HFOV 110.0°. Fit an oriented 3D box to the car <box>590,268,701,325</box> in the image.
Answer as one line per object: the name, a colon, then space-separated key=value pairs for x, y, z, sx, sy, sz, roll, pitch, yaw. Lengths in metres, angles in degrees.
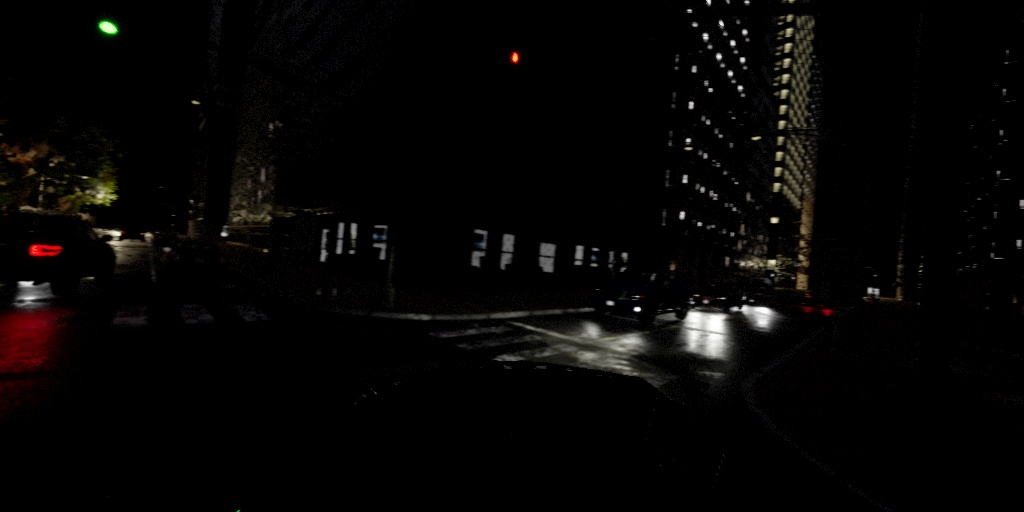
car: x=5.531 y=1.524 z=14.820 sx=5.566 sy=2.045 sz=2.150 roll=5 pitch=-1 yaw=-44

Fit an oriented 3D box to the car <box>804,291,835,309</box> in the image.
car: x=27.917 y=3.889 z=32.439 sx=4.674 sy=1.442 sz=1.812 roll=5 pitch=-1 yaw=-43

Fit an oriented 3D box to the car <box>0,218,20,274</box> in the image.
car: x=-16.948 y=-0.357 z=10.584 sx=4.553 sy=1.767 sz=2.097 roll=5 pitch=-1 yaw=44

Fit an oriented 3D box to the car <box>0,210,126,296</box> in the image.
car: x=-13.107 y=-0.148 z=9.919 sx=2.150 sy=2.045 sz=5.566 roll=6 pitch=-1 yaw=-37

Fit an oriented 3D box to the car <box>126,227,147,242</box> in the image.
car: x=-44.359 y=-2.594 z=42.015 sx=4.553 sy=1.767 sz=2.097 roll=5 pitch=-1 yaw=44

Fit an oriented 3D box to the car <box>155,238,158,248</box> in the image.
car: x=-17.624 y=-0.132 z=19.265 sx=4.313 sy=1.339 sz=1.948 roll=0 pitch=0 yaw=44

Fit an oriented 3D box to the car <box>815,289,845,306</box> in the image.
car: x=35.276 y=4.544 z=39.730 sx=4.902 sy=1.511 sz=2.128 roll=5 pitch=-1 yaw=-44

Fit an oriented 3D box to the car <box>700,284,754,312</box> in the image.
car: x=12.680 y=2.465 z=21.864 sx=4.902 sy=1.511 sz=2.128 roll=5 pitch=-1 yaw=-44

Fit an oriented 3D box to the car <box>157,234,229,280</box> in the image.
car: x=-13.581 y=0.075 z=15.290 sx=4.097 sy=1.591 sz=1.967 roll=0 pitch=0 yaw=44

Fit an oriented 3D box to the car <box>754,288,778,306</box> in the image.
car: x=20.018 y=3.262 z=29.067 sx=4.718 sy=1.301 sz=1.895 roll=5 pitch=-1 yaw=-44

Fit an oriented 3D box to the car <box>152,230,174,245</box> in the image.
car: x=-33.801 y=-1.467 z=35.170 sx=4.313 sy=1.339 sz=1.948 roll=0 pitch=0 yaw=44

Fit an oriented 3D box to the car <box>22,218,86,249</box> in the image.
car: x=-31.009 y=-1.515 z=24.425 sx=4.553 sy=1.767 sz=2.097 roll=5 pitch=-1 yaw=44
